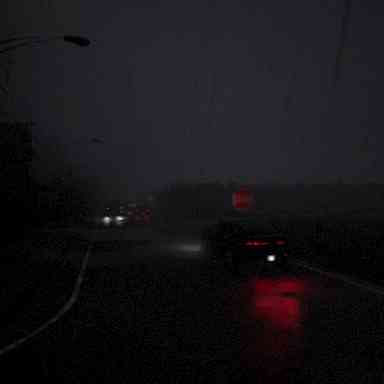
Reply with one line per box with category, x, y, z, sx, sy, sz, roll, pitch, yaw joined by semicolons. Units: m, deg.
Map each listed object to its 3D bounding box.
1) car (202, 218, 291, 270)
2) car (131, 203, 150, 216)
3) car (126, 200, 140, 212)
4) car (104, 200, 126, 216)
car;1.734;1.724;12.037;1.837;1.490;4.892;0;-1;-14
car;-6.849;2.477;44.996;1.895;1.301;4.718;0;-1;-14
car;-10.154;2.330;56.655;2.150;2.045;5.566;0;-1;-20
car;-10.260;2.093;43.795;2.150;2.045;5.566;0;-1;-14
